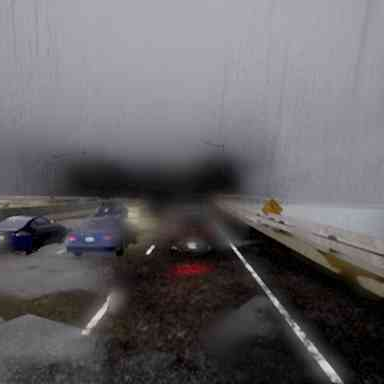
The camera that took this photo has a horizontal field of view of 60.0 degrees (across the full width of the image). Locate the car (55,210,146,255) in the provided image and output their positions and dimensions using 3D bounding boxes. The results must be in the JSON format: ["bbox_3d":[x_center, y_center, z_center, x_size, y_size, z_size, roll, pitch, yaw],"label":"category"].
[{"bbox_3d":[-3.460,1.680,13.807,2.033,1.411,5.357,0,-1,0],"label":"car"}]

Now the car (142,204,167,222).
[{"bbox_3d":[-3.327,1.755,29.242,1.882,1.535,5.008,0,0,1],"label":"car"}]

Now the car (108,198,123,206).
[{"bbox_3d":[-16.539,2.173,72.020,2.128,1.511,4.902,0,0,1],"label":"car"}]

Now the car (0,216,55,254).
[{"bbox_3d":[-6.953,1.700,14.156,1.994,1.385,4.181,0,-1,0],"label":"car"}]

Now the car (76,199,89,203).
[{"bbox_3d":[-23.536,2.176,72.223,2.128,1.511,4.902,0,0,1],"label":"car"}]

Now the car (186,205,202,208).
[{"bbox_3d":[0.161,1.819,28.722,2.033,1.411,5.357,0,0,1],"label":"car"}]

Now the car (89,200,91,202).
[{"bbox_3d":[-20.038,2.202,72.121,1.994,1.385,4.181,0,0,1],"label":"car"}]

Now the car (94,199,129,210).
[{"bbox_3d":[-6.836,1.624,28.890,2.097,1.767,4.553,0,-1,1],"label":"car"}]

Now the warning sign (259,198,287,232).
[{"bbox_3d":[4.607,1.298,19.090,1.300,1.860,1.060,-1,-1,0],"label":"warning sign"}]

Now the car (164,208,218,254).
[{"bbox_3d":[0.046,1.644,14.089,1.837,1.490,4.892,0,0,0],"label":"car"}]
